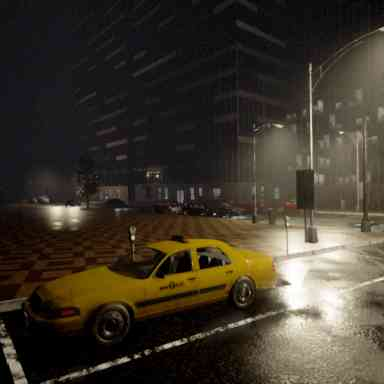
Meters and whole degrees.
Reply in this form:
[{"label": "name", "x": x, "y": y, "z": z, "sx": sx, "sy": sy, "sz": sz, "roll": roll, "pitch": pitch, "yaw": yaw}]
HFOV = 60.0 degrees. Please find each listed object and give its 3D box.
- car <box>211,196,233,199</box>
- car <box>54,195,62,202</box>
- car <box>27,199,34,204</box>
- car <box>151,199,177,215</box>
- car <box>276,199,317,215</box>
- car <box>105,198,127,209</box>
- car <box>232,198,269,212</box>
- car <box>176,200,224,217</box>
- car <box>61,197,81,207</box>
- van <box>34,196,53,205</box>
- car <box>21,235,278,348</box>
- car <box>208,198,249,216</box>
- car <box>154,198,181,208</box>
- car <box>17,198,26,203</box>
[{"label": "car", "x": 3.454, "y": 1.398, "z": 43.579, "sx": 2.192, "sy": 1.841, "sz": 5.009, "roll": -2, "pitch": 1, "yaw": -41}, {"label": "car", "x": -33.445, "y": 1.942, "z": 86.362, "sx": 1.887, "sy": 1.381, "sz": 4.507, "roll": -2, "pitch": 1, "yaw": -41}, {"label": "car", "x": -35.977, "y": 2.065, "z": 76.468, "sx": 1.752, "sy": 1.417, "sz": 4.829, "roll": -2, "pitch": 1, "yaw": -41}, {"label": "car", "x": -2.929, "y": 1.697, "z": 38.147, "sx": 1.967, "sy": 1.590, "sz": 4.097, "roll": -2, "pitch": 1, "yaw": -41}, {"label": "car", "x": 10.841, "y": 1.458, "z": 35.029, "sx": 1.967, "sy": 1.590, "sz": 4.097, "roll": -2, "pitch": 1, "yaw": -41}, {"label": "car", "x": -12.106, "y": 1.806, "z": 52.886, "sx": 1.837, "sy": 1.490, "sz": 4.892, "roll": -2, "pitch": 0, "yaw": -40}, {"label": "car", "x": 7.152, "y": 1.632, "z": 39.307, "sx": 1.802, "sy": 1.307, "sz": 4.206, "roll": -2, "pitch": 1, "yaw": -41}, {"label": "car", "x": 0.759, "y": 1.791, "z": 33.877, "sx": 1.947, "sy": 1.339, "sz": 4.313, "roll": -2, "pitch": 1, "yaw": -41}, {"label": "car", "x": -21.348, "y": 1.999, "z": 59.510, "sx": 1.802, "sy": 1.307, "sz": 4.206, "roll": -2, "pitch": 1, "yaw": -41}, {"label": "van", "x": -32.407, "y": 1.851, "z": 72.323, "sx": 1.690, "sy": 1.788, "sz": 3.998, "roll": -2, "pitch": 1, "yaw": -41}, {"label": "car", "x": -0.465, "y": 1.524, "z": 6.245, "sx": 4.829, "sy": 1.417, "sz": 1.752, "roll": 0, "pitch": -1, "yaw": -35}, {"label": "car", "x": 3.031, "y": 1.716, "z": 35.214, "sx": 2.033, "sy": 1.411, "sz": 5.357, "roll": -2, "pitch": 1, "yaw": -41}, {"label": "car", "x": -3.920, "y": 1.713, "z": 52.140, "sx": 1.947, "sy": 1.339, "sz": 4.313, "roll": -2, "pitch": 1, "yaw": -41}, {"label": "car", "x": -43.345, "y": 2.125, "z": 85.012, "sx": 1.752, "sy": 1.417, "sz": 4.829, "roll": -2, "pitch": 1, "yaw": -41}]
